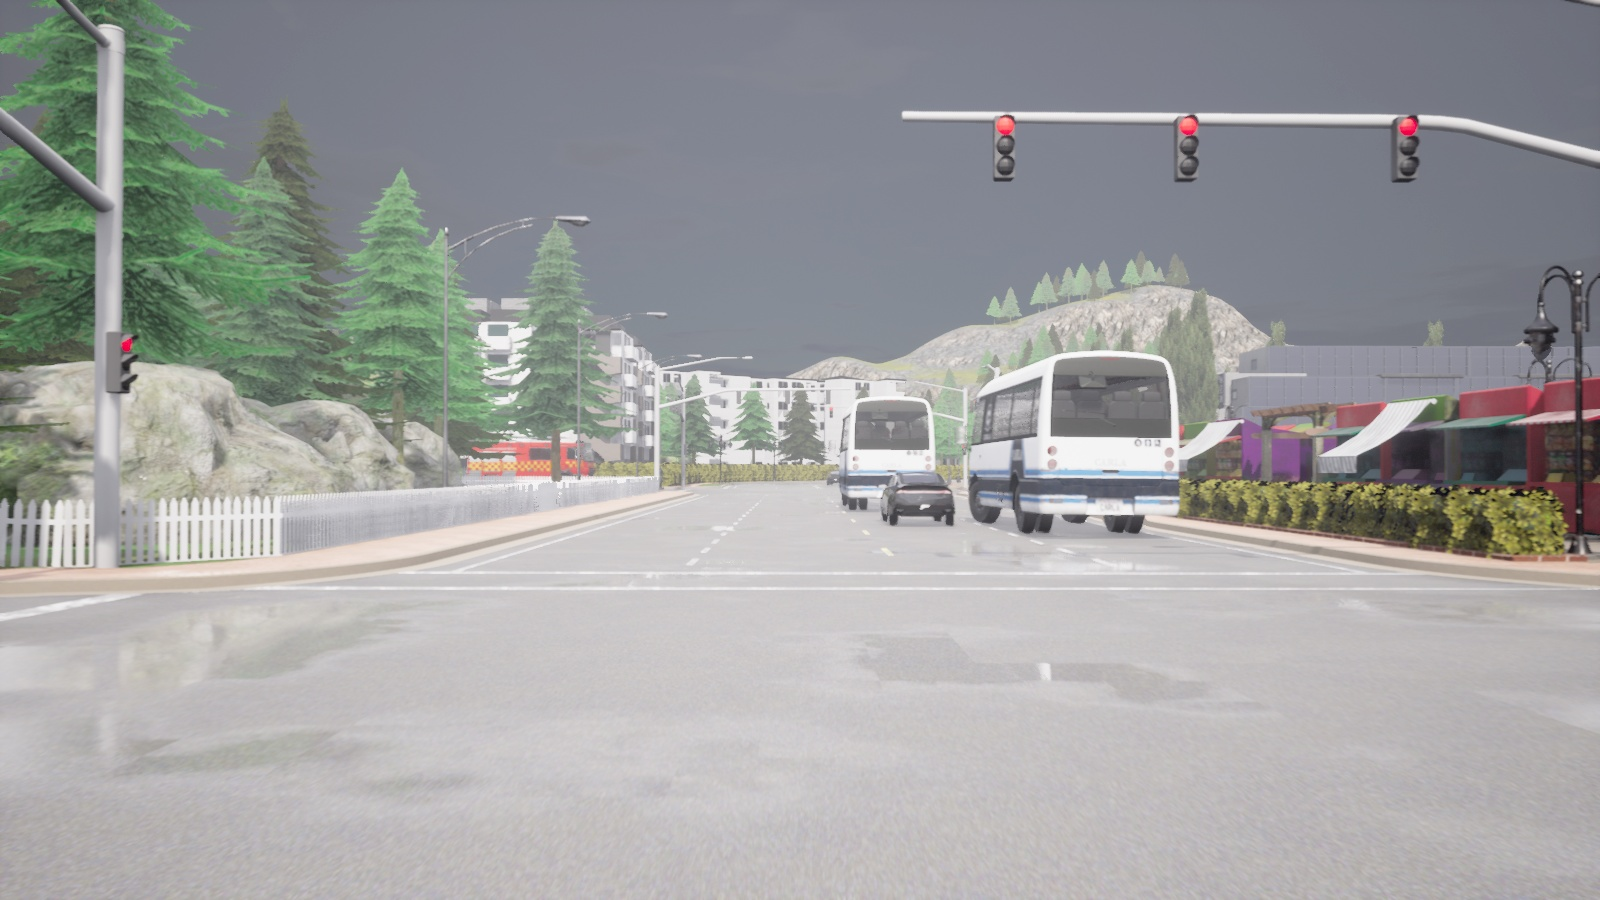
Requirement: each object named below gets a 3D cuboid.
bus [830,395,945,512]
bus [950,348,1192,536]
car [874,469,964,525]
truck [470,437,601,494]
[{"bbox_3d":[3.340,0.207,51.394,3.944,4.253,10.273,0,-1,0],"label":"bus"},{"bbox_3d":[6.799,-0.080,33.753,3.944,4.253,10.273,0,-1,-2],"label":"bus"},{"bbox_3d":[3.392,1.321,36.705,2.128,1.511,4.902,0,-1,0],"label":"car"},{"bbox_3d":[-18.302,1.101,87.164,8.468,3.827,2.891,0,-1,1],"label":"truck"}]
